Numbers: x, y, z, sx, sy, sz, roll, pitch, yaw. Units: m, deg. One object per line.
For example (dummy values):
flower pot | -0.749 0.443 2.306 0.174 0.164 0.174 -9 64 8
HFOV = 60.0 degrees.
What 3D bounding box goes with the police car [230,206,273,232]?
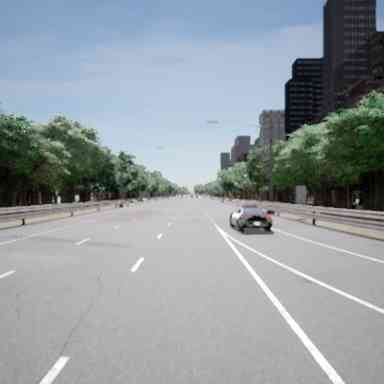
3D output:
police car | 3.671 1.666 21.610 2.038 1.542 4.974 0 0 -2
